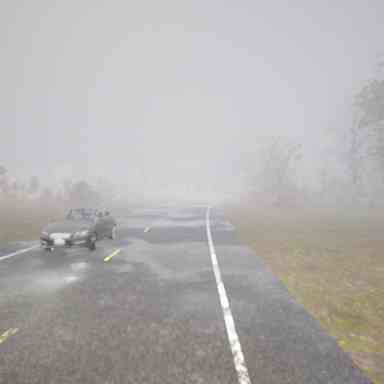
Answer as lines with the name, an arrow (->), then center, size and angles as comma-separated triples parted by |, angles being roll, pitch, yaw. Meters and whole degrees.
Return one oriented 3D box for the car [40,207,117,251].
car -> -4.467, 1.417, 13.794 | 2.128, 1.511, 4.902 | 0, 0, 1
